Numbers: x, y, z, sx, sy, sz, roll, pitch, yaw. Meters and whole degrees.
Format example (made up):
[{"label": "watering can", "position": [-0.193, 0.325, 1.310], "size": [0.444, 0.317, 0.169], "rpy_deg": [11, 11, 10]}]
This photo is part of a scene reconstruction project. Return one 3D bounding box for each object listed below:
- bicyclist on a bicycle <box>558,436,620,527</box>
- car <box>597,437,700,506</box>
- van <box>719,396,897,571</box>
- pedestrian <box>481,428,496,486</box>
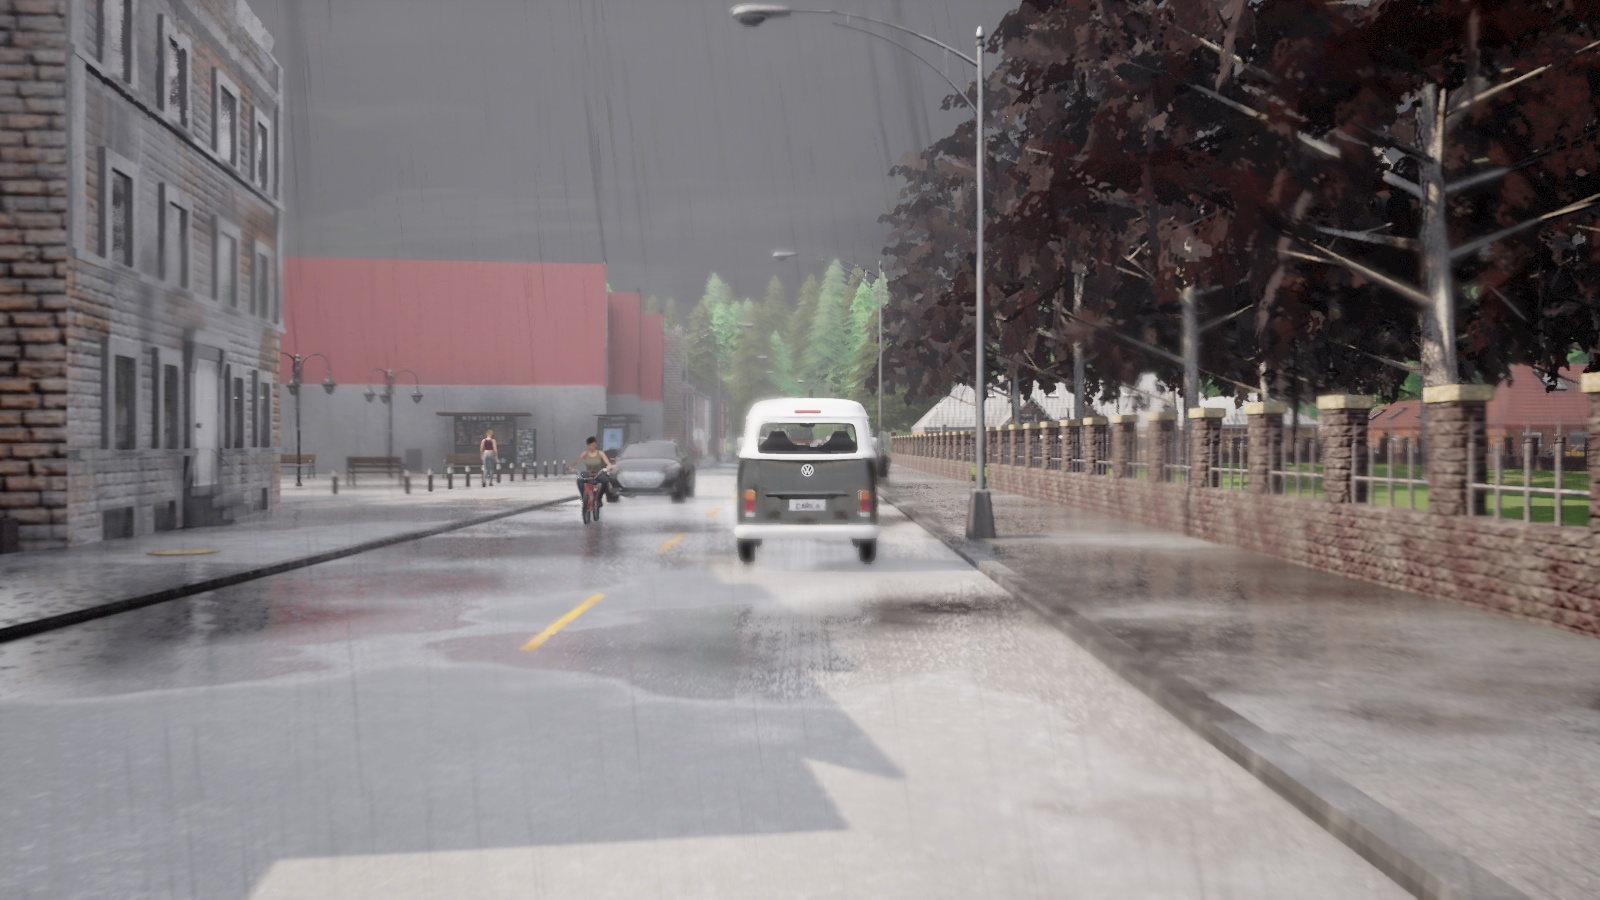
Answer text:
[{"label": "bicyclist on a bicycle", "position": [-3.860, 0.550, 23.053], "size": [0.866, 1.612, 1.509], "rpy_deg": [0, 0, 1]}, {"label": "car", "position": [-3.814, 0.491, 32.434], "size": [2.033, 1.649, 4.856], "rpy_deg": [0, 0, 0]}, {"label": "van", "position": [0.103, 0.375, 16.871], "size": [2.069, 2.038, 4.480], "rpy_deg": [0, 0, 0]}, {"label": "pedestrian", "position": [-9.942, 0.222, 40.059], "size": [0.345, 1.836, 0.594], "rpy_deg": [0, 0, -2]}]
